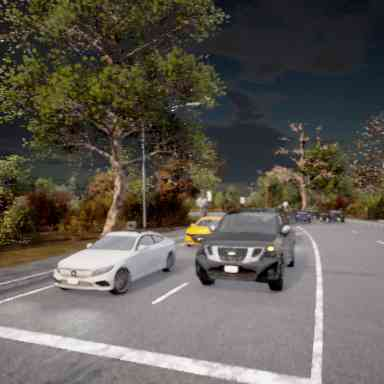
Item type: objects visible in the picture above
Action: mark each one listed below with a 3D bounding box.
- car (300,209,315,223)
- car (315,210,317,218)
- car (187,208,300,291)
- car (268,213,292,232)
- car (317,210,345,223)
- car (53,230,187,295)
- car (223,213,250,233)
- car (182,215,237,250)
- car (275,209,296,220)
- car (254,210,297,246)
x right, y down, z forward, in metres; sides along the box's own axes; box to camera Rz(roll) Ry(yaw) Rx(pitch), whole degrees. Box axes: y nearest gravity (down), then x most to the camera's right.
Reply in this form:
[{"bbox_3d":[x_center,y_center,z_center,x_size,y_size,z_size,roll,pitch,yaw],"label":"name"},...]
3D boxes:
[{"bbox_3d":[13.491,3.056,41.372,1.812,1.442,4.674,-1,-3,7],"label":"car"},{"bbox_3d":[17.818,3.367,50.242,1.837,1.490,4.892,-1,-3,3],"label":"car"},{"bbox_3d":[1.961,1.556,10.487,2.150,2.045,5.566,-2,-2,22],"label":"car"},{"bbox_3d":[7.643,2.590,29.305,1.812,1.442,4.674,-2,-3,13],"label":"car"},{"bbox_3d":[16.851,2.907,39.967,1.837,1.490,4.892,-1,-3,8],"label":"car"},{"bbox_3d":[-1.980,1.913,10.073,1.812,1.442,4.674,-2,-2,21],"label":"car"},{"bbox_3d":[3.910,2.598,28.641,1.837,1.490,4.892,-2,-3,13],"label":"car"},{"bbox_3d":[1.157,2.162,18.875,1.882,1.535,5.008,-2,-3,17],"label":"car"},{"bbox_3d":[14.401,3.487,51.612,2.128,1.511,4.902,-1,-3,3],"label":"car"},{"bbox_3d":[5.000,2.006,19.561,2.097,1.767,4.553,-2,-3,17],"label":"car"}]
